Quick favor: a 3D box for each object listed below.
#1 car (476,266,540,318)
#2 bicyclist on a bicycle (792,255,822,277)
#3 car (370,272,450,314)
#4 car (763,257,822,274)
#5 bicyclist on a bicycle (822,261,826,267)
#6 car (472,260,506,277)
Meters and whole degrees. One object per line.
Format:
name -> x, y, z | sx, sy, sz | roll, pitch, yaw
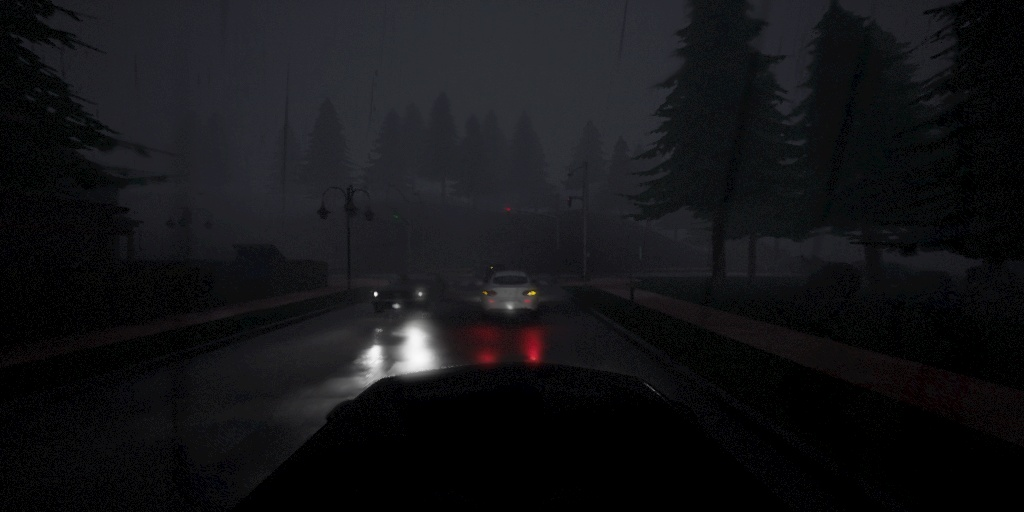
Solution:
car -> -0.057, 1.225, 12.622 | 1.812, 1.442, 4.674 | 0, 0, 0
bicyclist on a bicycle -> 20.965, 0.718, 25.730 | 0.582, 1.620, 1.656 | 0, 0, -16
car -> -3.698, 1.305, 13.748 | 1.895, 1.301, 4.718 | 0, 0, 0
car -> 26.153, 0.855, 33.451 | 4.902, 1.511, 2.128 | 0, 0, 0
bicyclist on a bicycle -> 21.614, 0.719, 25.475 | 0.582, 1.620, 1.656 | 0, 0, -14
car -> -1.792, 1.027, 28.788 | 1.837, 1.490, 4.892 | 1, 1, -22
